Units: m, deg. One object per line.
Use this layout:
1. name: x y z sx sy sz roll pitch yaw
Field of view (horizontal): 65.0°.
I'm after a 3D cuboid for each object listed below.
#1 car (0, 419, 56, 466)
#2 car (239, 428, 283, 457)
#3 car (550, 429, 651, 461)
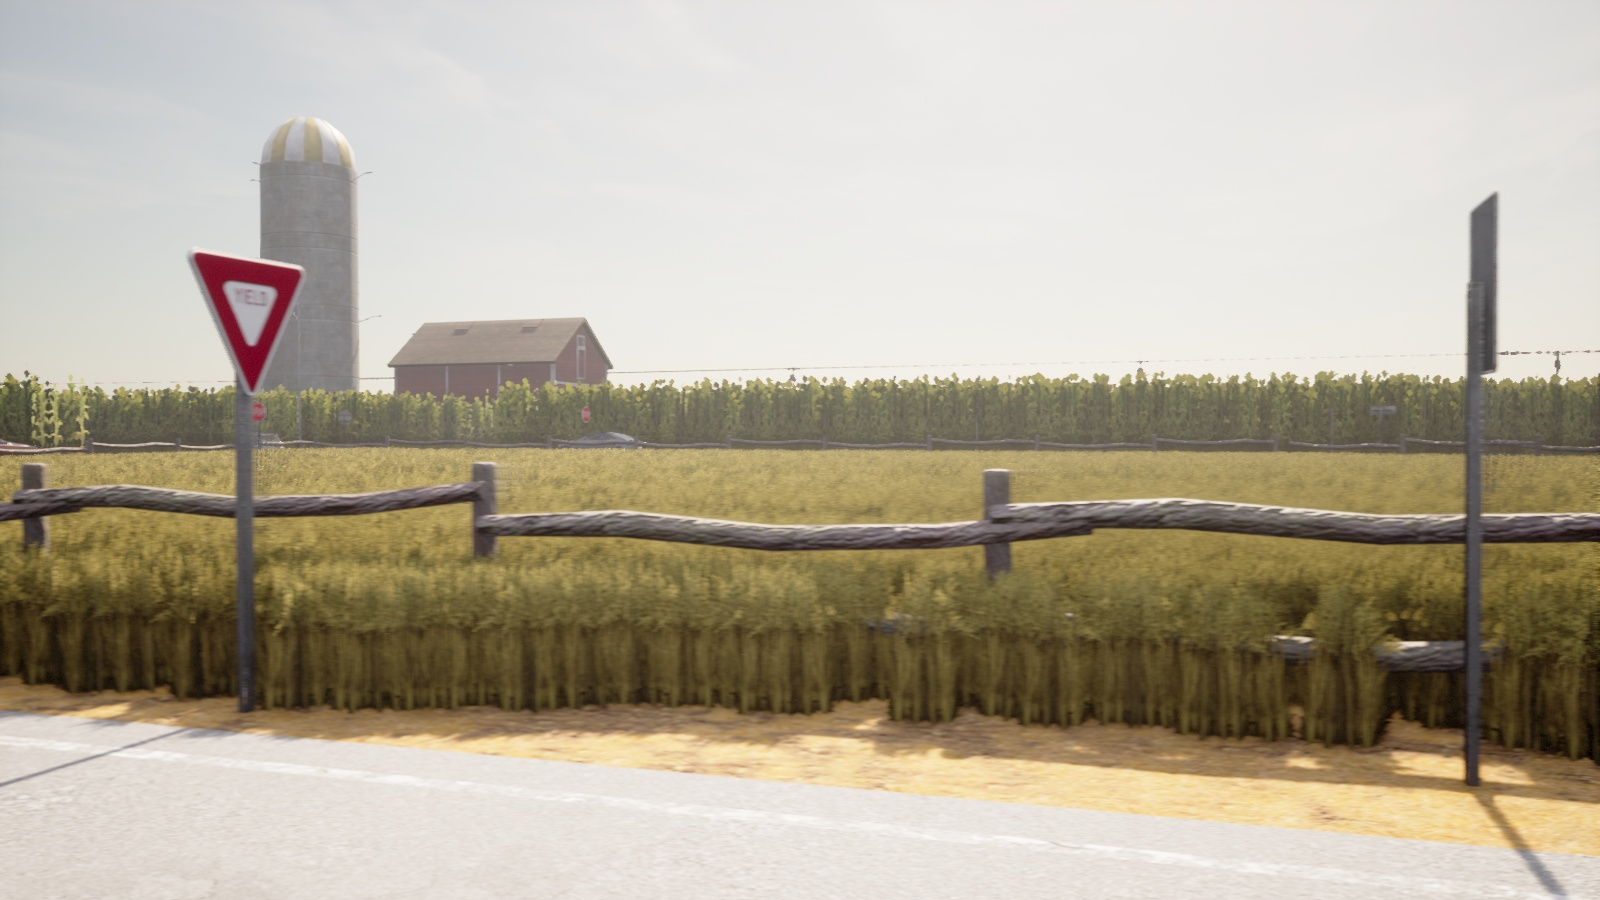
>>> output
1. car: -29.469 -0.261 44.613 2.152 1.651 5.027 1 1 19
2. car: -26.675 -0.384 62.227 1.895 1.301 4.718 0 2 -22
3. car: -9.229 -0.232 58.208 4.181 1.385 1.994 1 1 19
